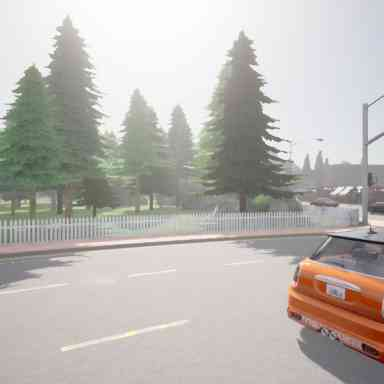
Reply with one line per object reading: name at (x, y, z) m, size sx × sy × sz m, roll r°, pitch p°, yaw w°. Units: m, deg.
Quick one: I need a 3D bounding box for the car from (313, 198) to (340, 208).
car at (17.673, 1.533, 44.245) m, size 1.882 × 1.535 × 5.008 m, roll 0°, pitch 0°, yaw -8°

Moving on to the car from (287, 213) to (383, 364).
car at (3.836, 1.352, 5.398) m, size 4.553 × 1.767 × 2.097 m, roll 0°, pitch 0°, yaw -26°

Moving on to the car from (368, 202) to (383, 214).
car at (19.259, 1.656, 32.585) m, size 1.895 × 1.301 × 4.718 m, roll 0°, pitch 0°, yaw -8°
